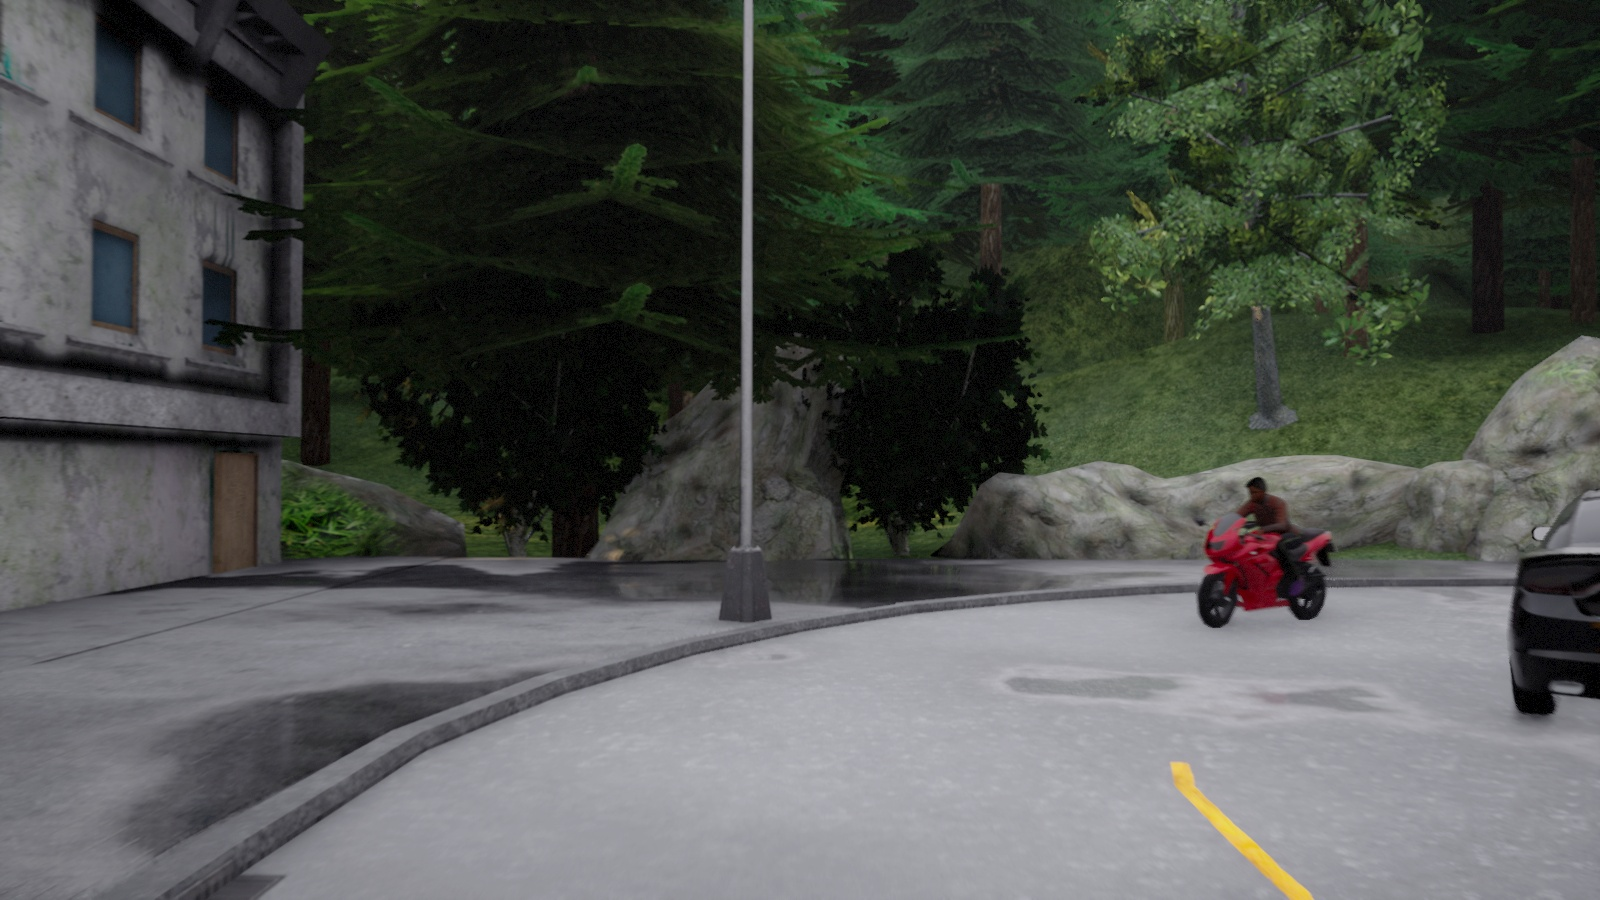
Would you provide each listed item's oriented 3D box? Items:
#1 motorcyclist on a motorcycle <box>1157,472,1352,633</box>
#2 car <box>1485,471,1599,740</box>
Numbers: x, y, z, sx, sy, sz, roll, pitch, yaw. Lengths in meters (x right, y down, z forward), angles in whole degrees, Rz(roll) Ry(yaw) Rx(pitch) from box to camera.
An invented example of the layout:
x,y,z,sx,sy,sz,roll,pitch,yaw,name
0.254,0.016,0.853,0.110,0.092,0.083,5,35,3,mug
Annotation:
x,y,z,sx,sy,sz,roll,pitch,yaw,name
4.703,0.997,12.947,2.044,1.523,0.797,0,0,-32,motorcyclist on a motorcycle
6.388,0.919,9.005,1.882,1.535,5.008,-1,-2,37,car
